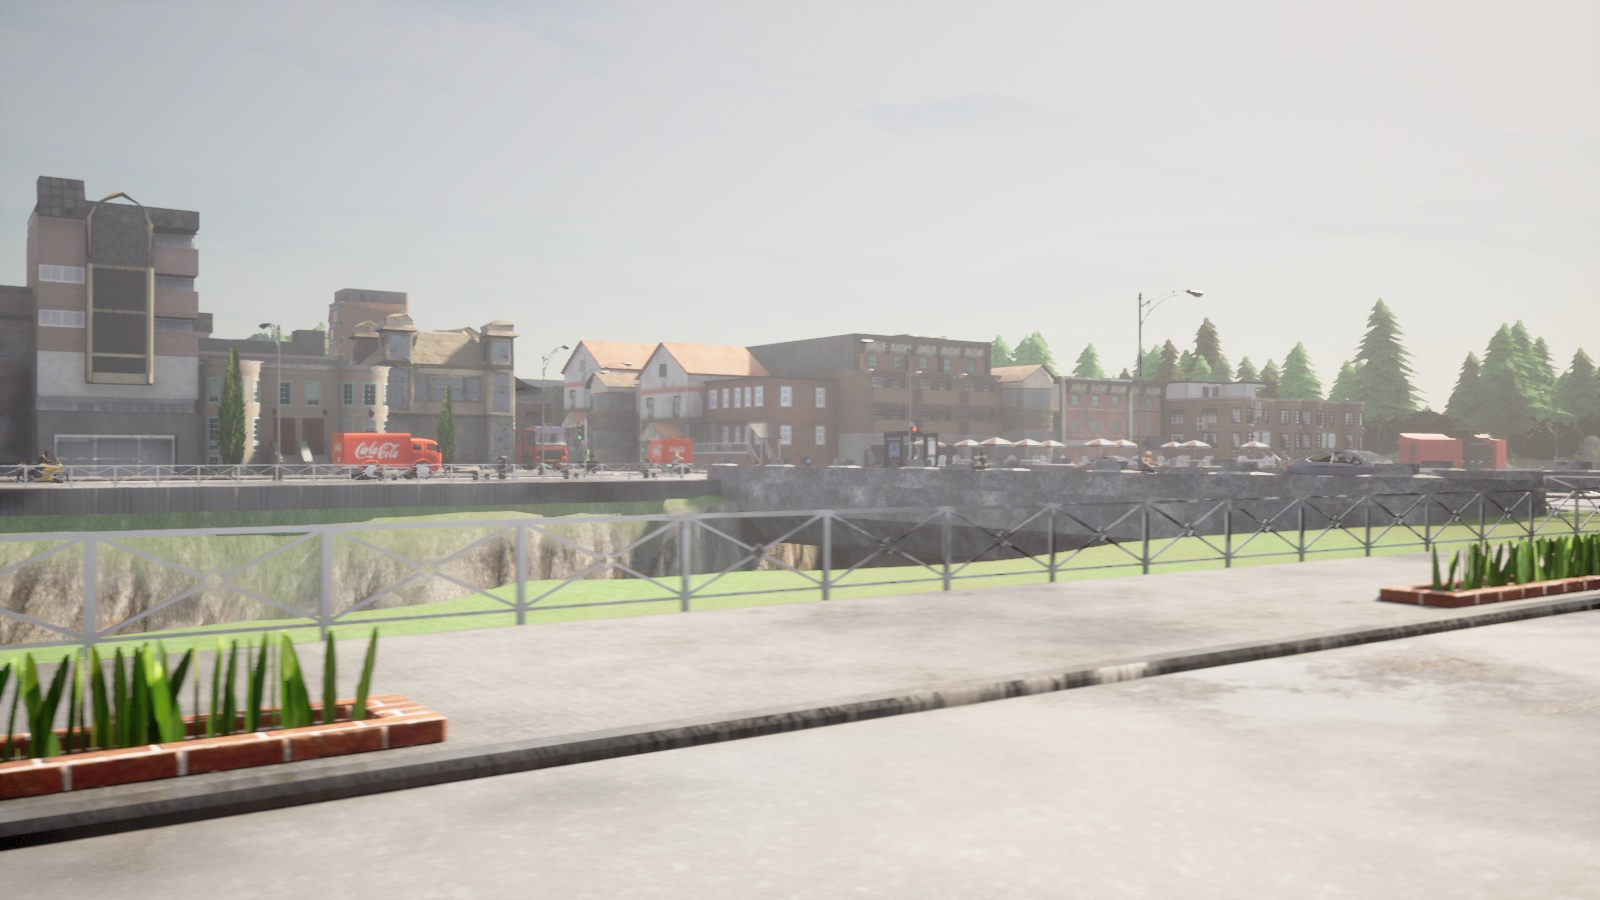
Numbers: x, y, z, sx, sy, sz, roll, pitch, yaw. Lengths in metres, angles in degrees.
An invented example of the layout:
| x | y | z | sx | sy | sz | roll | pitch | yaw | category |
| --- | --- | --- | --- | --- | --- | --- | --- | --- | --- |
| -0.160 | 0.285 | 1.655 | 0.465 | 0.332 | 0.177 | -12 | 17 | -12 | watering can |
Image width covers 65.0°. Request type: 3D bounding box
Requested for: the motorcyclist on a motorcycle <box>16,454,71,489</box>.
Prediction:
| x | y | z | sx | sy | sz | roll | pitch | yaw | category |
| --- | --- | --- | --- | --- | --- | --- | --- | --- | --- |
| -33.726 | 0.935 | 55.988 | 2.044 | 1.523 | 0.797 | 0 | 0 | -35 | motorcyclist on a motorcycle |

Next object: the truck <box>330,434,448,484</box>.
| x | y | z | sx | sy | sz | roll | pitch | yaw | category |
| --- | --- | --- | --- | --- | --- | --- | --- | --- | --- |
| -21.166 | 0.462 | 64.737 | 5.204 | 2.467 | 2.627 | 0 | 0 | -35 | truck |

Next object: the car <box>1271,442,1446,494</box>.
| x | y | z | sx | sy | sz | roll | pitch | yaw | category |
| --- | --- | --- | --- | --- | --- | --- | --- | --- | --- |
| 18.824 | 0.588 | 42.537 | 2.152 | 1.651 | 5.027 | 0 | 0 | -35 | car |

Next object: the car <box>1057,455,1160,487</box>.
| x | y | z | sx | sy | sz | roll | pitch | yaw | category |
| --- | --- | --- | --- | --- | --- | --- | --- | --- | --- |
| 13.871 | 0.918 | 56.657 | 1.994 | 1.385 | 4.181 | 0 | 0 | -36 | car |

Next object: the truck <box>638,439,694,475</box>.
| x | y | z | sx | sy | sz | roll | pitch | yaw | category |
| --- | --- | --- | --- | --- | --- | --- | --- | --- | --- |
| -9.630 | 0.498 | 89.791 | 2.627 | 2.467 | 5.204 | 1 | 0 | -23 | truck |

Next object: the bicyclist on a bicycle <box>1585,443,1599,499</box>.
| x | y | z | sx | sy | sz | roll | pitch | yaw | category |
| --- | --- | --- | --- | --- | --- | --- | --- | --- | --- |
| 25.820 | 0.658 | 39.473 | 0.659 | 1.776 | 1.843 | 0 | 0 | -35 | bicyclist on a bicycle |
